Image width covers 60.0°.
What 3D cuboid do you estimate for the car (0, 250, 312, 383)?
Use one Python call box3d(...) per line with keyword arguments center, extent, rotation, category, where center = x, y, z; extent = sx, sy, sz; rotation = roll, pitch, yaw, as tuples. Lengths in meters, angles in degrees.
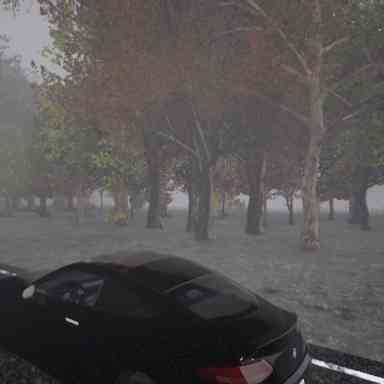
box3d(center=(-0.940, 1.495, 4.241), extent=(4.674, 1.442, 1.812), rotation=(2, 0, 35), category="car")
